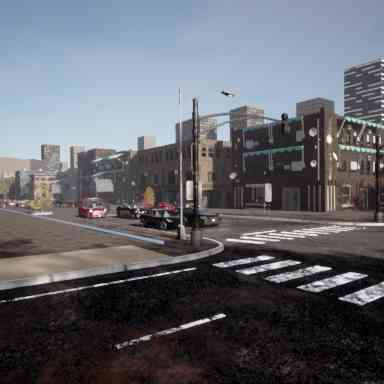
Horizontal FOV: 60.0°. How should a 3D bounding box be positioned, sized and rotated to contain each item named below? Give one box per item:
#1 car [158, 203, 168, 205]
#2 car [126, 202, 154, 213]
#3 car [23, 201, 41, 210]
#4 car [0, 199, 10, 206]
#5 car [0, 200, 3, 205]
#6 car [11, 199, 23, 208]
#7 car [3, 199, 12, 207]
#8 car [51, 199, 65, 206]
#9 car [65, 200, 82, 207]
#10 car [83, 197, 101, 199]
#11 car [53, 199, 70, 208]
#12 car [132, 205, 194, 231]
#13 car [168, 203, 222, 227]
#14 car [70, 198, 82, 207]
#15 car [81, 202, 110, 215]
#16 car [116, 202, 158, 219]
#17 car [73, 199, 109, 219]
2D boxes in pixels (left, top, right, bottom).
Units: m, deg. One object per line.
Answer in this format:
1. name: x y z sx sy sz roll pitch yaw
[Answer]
1. car: -3.541 1.904 39.155 1.802 1.307 4.206 -2 0 -37
2. car: -6.853 1.966 43.588 1.802 1.307 4.206 -2 0 -37
3. car: -26.717 2.232 56.171 1.752 1.417 4.829 -1 0 -37
4. car: -46.696 2.597 82.912 1.887 1.381 4.507 -1 0 -37
5. car: -43.383 2.547 78.478 2.008 1.369 4.403 -1 0 -37
6. car: -33.445 2.375 65.176 2.008 1.369 4.403 -1 0 -37
7. car: -40.073 2.379 74.043 1.967 1.590 4.097 -1 0 -37
8. car: -30.045 2.364 74.628 1.947 1.339 4.313 -1 0 -37
9. car: -23.419 2.227 65.759 1.887 1.381 4.507 -1 0 -37
10. car: -13.844 1.854 48.628 2.097 1.767 4.553 -1 0 -37
11. car: -24.929 2.203 63.455 1.837 1.490 4.892 -1 0 -36
12. car: -2.045 1.815 22.948 1.947 1.339 4.313 -2 0 -37
13. car: 0.262 1.783 24.384 1.994 1.385 4.181 -1 0 -38
14. car: -20.112 1.940 61.324 2.192 1.841 5.009 -1 0 -37
15. car: -11.839 1.974 40.619 1.812 1.442 4.674 -1 0 -36
16. car: -5.718 1.825 32.412 2.128 1.511 4.902 -1 0 -37
17. car: -10.256 1.846 34.136 1.967 1.590 4.097 -2 0 -37
